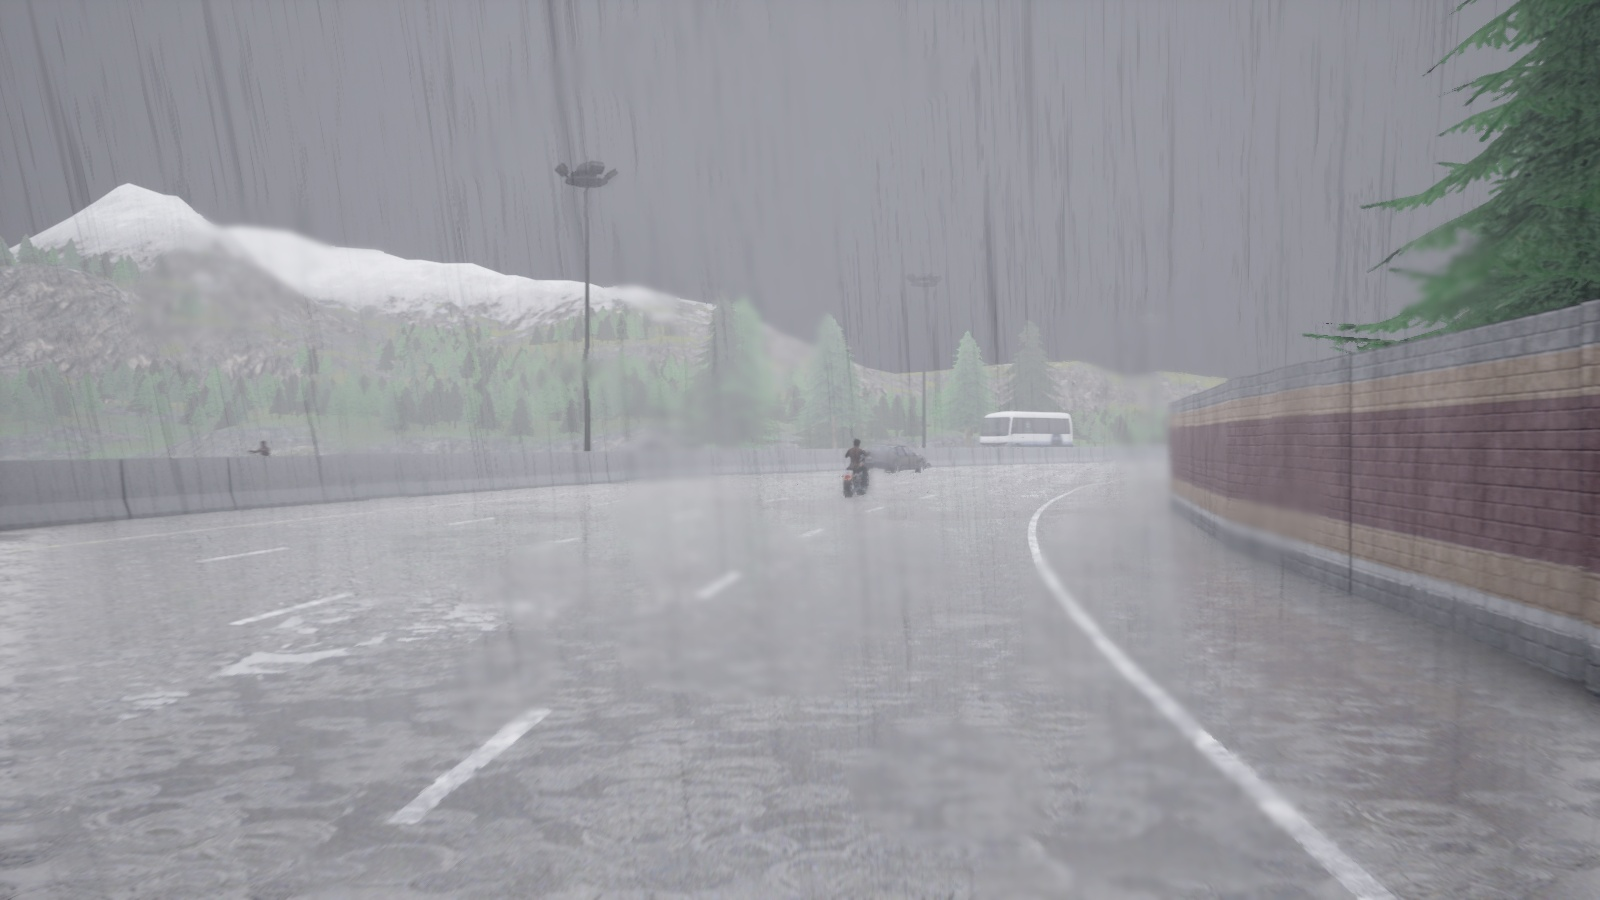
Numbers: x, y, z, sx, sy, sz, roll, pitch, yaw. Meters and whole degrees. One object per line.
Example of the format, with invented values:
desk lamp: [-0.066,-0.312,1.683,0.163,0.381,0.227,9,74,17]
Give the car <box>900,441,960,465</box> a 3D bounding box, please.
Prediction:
car: [9.202,0.188,88.527,2.033,1.649,4.856,0,0,37]

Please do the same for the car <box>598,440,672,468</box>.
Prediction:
car: [-10.210,0.225,77.983,2.033,1.649,4.856,0,0,30]

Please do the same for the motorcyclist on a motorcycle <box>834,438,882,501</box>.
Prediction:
motorcyclist on a motorcycle: [1.620,0.504,34.433,0.766,1.649,2.350,1,0,16]

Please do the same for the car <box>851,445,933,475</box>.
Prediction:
car: [4.527,0.454,61.127,2.033,1.411,5.357,0,0,27]
